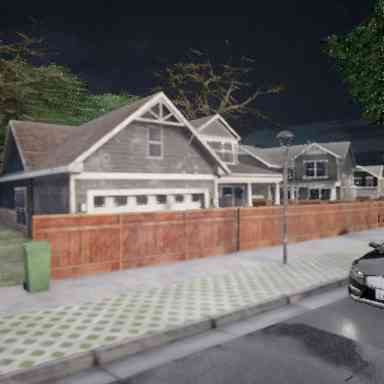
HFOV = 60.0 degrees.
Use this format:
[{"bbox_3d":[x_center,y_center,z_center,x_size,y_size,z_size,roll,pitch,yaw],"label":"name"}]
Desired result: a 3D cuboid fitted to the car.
[{"bbox_3d":[5.219,1.512,7.186,4.902,1.511,2.128,0,0,-39],"label":"car"}]
